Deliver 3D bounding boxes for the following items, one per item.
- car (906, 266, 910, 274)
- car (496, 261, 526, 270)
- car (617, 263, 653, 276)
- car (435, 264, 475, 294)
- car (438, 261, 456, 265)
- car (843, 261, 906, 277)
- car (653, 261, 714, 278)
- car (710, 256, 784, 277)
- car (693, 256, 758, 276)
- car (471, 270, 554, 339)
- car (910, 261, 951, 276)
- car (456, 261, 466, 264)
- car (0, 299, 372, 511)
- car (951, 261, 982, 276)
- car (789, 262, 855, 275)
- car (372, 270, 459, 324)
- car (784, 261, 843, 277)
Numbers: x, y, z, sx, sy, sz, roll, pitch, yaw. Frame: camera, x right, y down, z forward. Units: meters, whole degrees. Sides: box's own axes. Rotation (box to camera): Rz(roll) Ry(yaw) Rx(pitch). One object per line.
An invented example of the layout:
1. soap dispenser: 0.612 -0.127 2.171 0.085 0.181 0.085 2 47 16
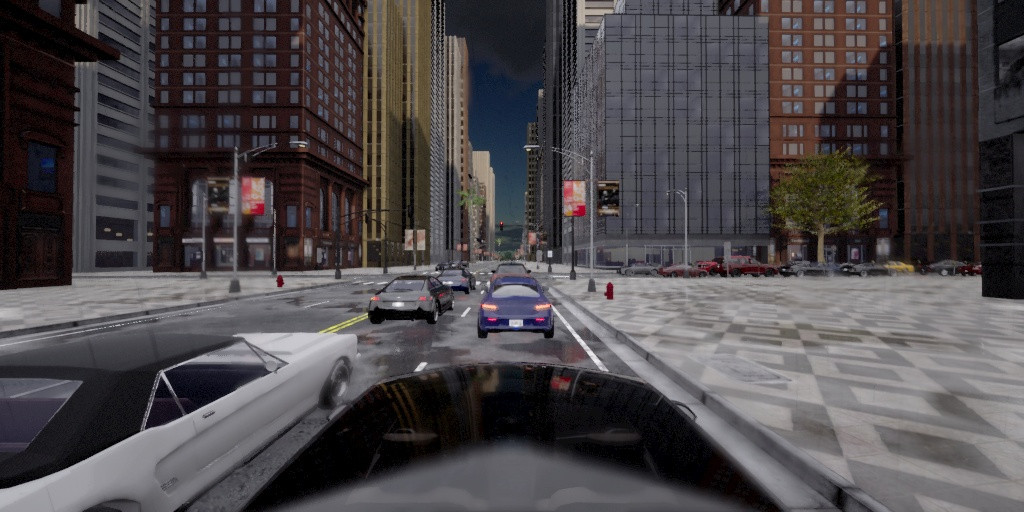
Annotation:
1. car: 43.132 1.296 41.085 4.829 1.417 1.751 0 0 -1
2. car: -0.034 1.135 19.012 2.097 1.767 4.553 0 0 0
3. car: 13.214 1.384 37.813 4.181 1.385 1.994 0 -1 -1
4. car: -3.187 1.353 20.402 1.994 1.385 4.181 0 0 0
5. car: -9.941 1.544 52.742 1.994 1.385 4.181 0 0 0
6. car: 32.169 1.260 32.368 4.313 1.339 1.948 0 0 -1
7. car: 15.257 1.327 32.072 4.207 1.307 1.802 0 0 -1
8. car: 20.896 1.041 32.171 5.009 1.841 2.192 0 0 -1
9. car: 22.516 1.011 37.978 5.566 2.045 2.150 0 -1 -1
10. car: 0.088 1.284 10.027 1.812 1.442 4.674 0 0 0
11. car: 42.734 1.206 35.178 4.892 1.490 1.837 0 -1 -1
12. car: -9.938 1.545 63.028 2.128 1.511 4.902 0 0 0
13. car: -3.156 1.351 3.191 1.895 1.301 4.718 0 0 0
14. car: 43.445 1.214 32.565 4.507 1.381 1.888 0 0 -1
15. car: 32.893 1.308 38.146 5.357 1.411 2.033 0 -1 -1
16. car: -3.171 1.327 12.014 1.994 1.385 4.181 0 0 0
17. car: 26.532 1.276 32.269 4.313 1.339 1.948 0 0 -1
